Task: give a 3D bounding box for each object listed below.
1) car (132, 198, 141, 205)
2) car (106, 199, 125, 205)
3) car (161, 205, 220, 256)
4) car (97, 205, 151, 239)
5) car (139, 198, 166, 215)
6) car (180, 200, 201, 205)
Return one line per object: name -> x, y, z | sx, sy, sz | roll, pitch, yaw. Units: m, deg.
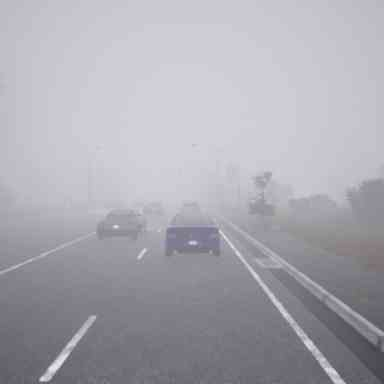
car -> -7.438, 1.541, 47.591 | 1.812, 1.442, 4.674 | 0, 0, -1
car -> -10.938, 1.643, 47.675 | 1.895, 1.301, 4.718 | 0, 0, -1
car -> 0.015, 1.480, 13.175 | 1.882, 1.535, 5.008 | 0, 0, 0
car -> -3.524, 1.568, 17.310 | 1.994, 1.385, 4.181 | 0, 0, -1
car -> -3.682, 1.571, 32.877 | 1.994, 1.385, 4.181 | 0, 0, -1
car -> -0.177, 1.497, 32.492 | 2.128, 1.511, 4.902 | 0, 0, -1
